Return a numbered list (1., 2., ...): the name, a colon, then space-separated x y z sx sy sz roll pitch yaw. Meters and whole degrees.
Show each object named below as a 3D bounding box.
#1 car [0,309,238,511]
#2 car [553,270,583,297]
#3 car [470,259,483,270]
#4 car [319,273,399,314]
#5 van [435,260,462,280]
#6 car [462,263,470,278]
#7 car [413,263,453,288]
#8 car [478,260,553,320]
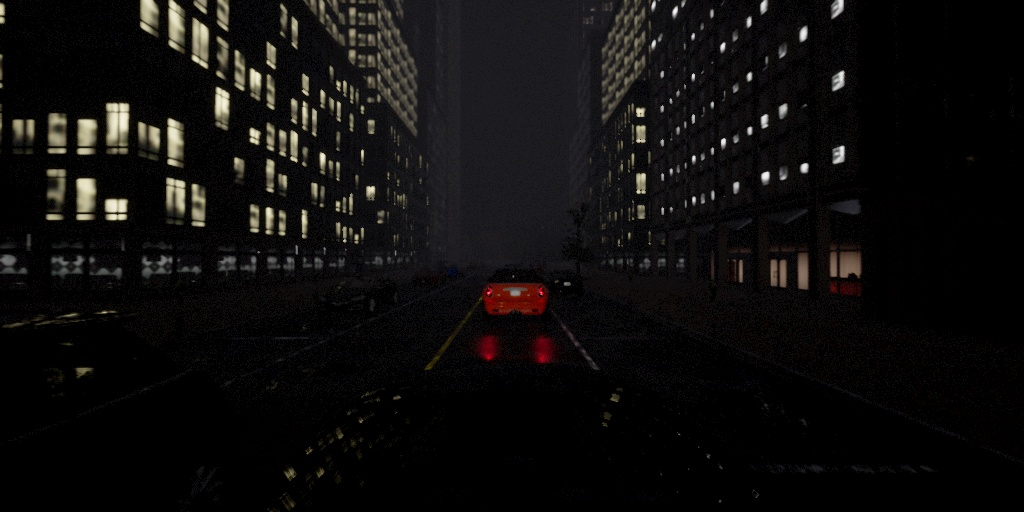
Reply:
1. car: -3.099 1.097 0.734 2.097 1.767 4.553 0 0 0
2. car: 2.692 1.406 19.534 1.948 1.339 4.313 0 0 0
3. car: -5.685 1.442 53.700 1.967 1.591 4.097 0 0 0
4. car: -5.689 1.361 13.855 2.007 1.370 4.403 0 0 0
5. van: -5.687 1.236 30.932 1.690 1.789 3.998 0 0 0
6. car: -5.687 1.505 36.624 1.802 1.307 4.207 0 0 0
7. car: -5.688 1.413 25.239 1.888 1.381 4.507 0 0 0
8. car: 0.101 1.159 12.990 2.097 1.767 4.553 0 0 0
